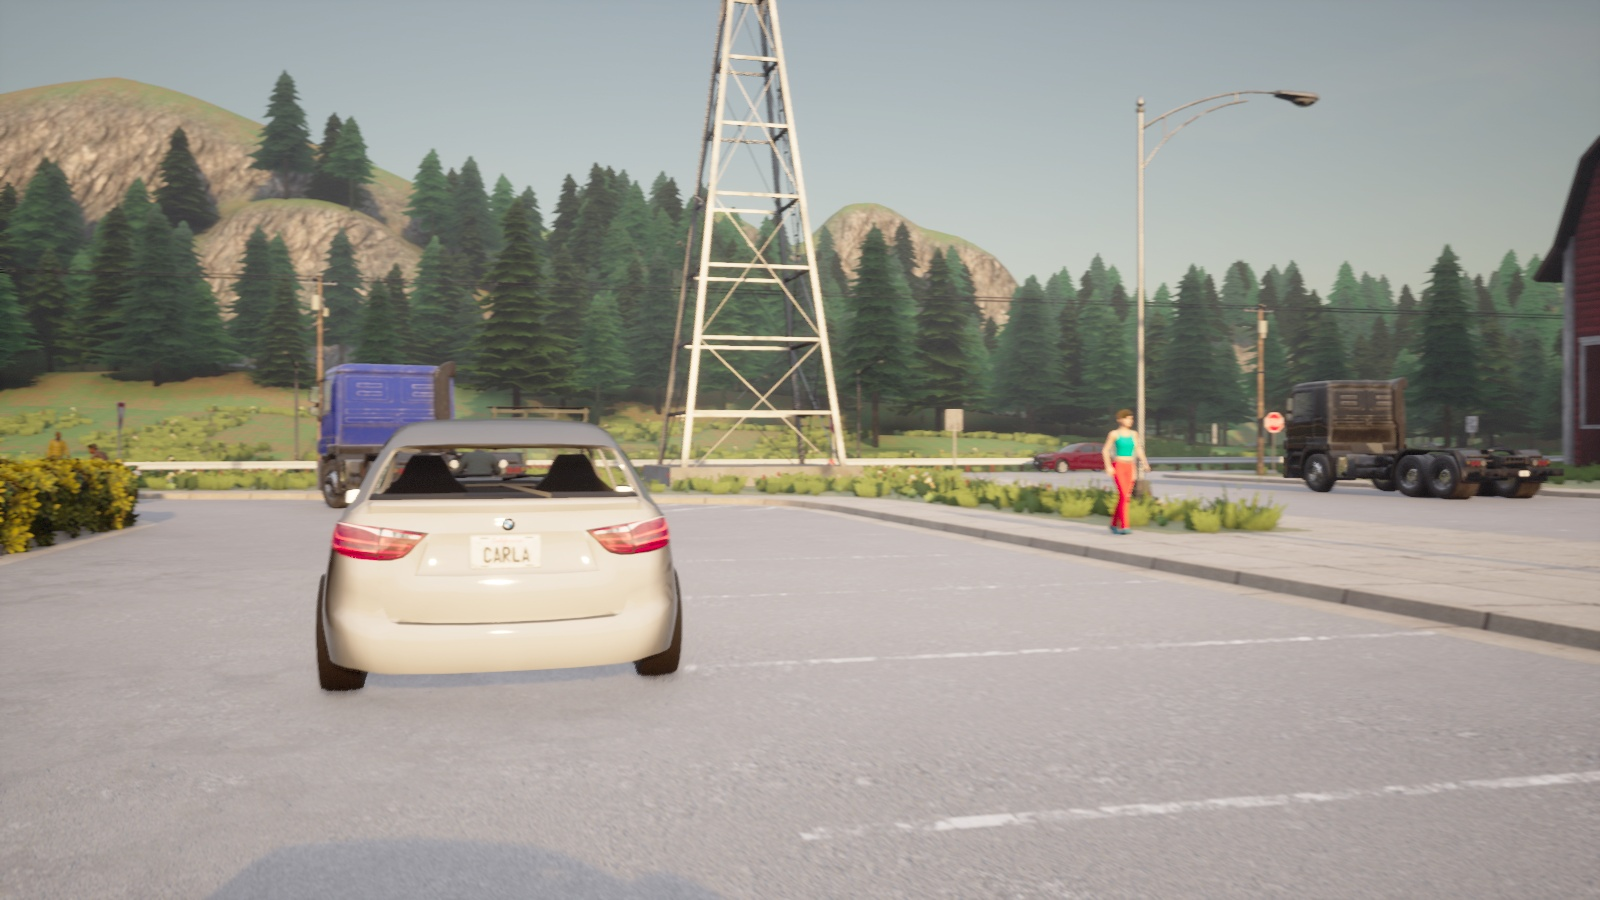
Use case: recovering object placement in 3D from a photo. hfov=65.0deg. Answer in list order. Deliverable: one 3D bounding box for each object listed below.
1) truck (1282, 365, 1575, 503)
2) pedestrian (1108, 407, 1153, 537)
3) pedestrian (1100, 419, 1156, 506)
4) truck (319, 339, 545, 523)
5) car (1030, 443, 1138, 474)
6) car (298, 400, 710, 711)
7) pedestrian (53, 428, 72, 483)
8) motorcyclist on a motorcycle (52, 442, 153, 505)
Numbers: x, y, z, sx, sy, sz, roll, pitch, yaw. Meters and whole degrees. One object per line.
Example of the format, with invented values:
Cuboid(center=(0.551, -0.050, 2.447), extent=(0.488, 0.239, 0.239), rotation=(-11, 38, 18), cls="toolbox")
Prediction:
Cuboid(center=(17.484, -0.413, 35.738), extent=(2.891, 3.462, 7.936), rotation=(0, 0, -15), cls="truck")
Cuboid(center=(4.774, 0.312, 18.159), extent=(0.345, 1.836, 0.594), rotation=(0, 0, -21), cls="pedestrian")
Cuboid(center=(7.089, 0.267, 27.139), extent=(0.874, 1.855, 0.900), rotation=(0, 0, -10), cls="pedestrian")
Cuboid(center=(-8.381, -0.374, 27.770), extent=(2.891, 3.462, 7.936), rotation=(0, 0, -31), cls="truck")
Cuboid(center=(14.154, 0.414, 62.532), extent=(5.008, 1.535, 1.882), rotation=(0, 0, -19), cls="car")
Cuboid(center=(-2.202, 0.546, 9.253), extent=(2.242, 1.667, 4.611), rotation=(0, 0, -15), cls="car")
Cuboid(center=(-24.813, 0.191, 42.234), extent=(0.726, 1.835, 0.370), rotation=(0, 0, 44), cls="pedestrian")
Cuboid(center=(-17.306, 0.573, 31.184), extent=(2.044, 1.523, 0.797), rotation=(0, 0, -3), cls="motorcyclist on a motorcycle")
